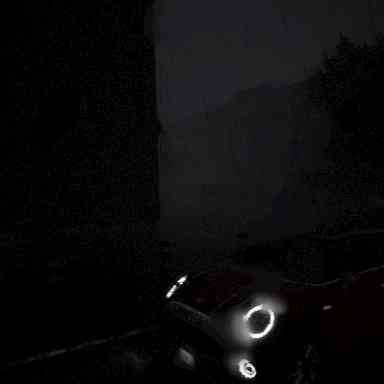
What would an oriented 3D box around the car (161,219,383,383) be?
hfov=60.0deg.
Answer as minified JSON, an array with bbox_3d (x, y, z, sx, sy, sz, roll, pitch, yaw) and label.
[{"bbox_3d":[1.769,1.380,5.254,4.553,1.767,2.097,0,0,-35],"label":"car"}]
